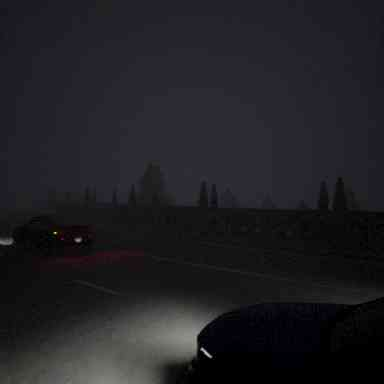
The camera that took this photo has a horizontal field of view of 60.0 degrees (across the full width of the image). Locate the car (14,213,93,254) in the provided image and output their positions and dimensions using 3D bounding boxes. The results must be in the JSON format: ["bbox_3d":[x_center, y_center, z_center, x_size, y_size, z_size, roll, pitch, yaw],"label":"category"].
[{"bbox_3d":[-5.908,1.620,14.041,4.674,1.442,1.812,-1,0,44],"label":"car"}]

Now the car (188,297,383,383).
[{"bbox_3d":[2.146,1.531,2.589,4.674,1.442,1.812,0,0,35],"label":"car"}]
